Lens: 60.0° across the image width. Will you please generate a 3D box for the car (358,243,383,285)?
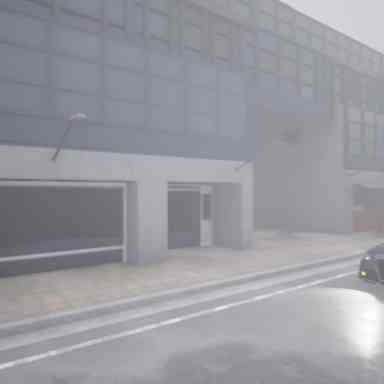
[{"bbox_3d":[5.956,1.547,8.168,4.181,1.385,1.994,0,0,-35],"label":"car"}]
